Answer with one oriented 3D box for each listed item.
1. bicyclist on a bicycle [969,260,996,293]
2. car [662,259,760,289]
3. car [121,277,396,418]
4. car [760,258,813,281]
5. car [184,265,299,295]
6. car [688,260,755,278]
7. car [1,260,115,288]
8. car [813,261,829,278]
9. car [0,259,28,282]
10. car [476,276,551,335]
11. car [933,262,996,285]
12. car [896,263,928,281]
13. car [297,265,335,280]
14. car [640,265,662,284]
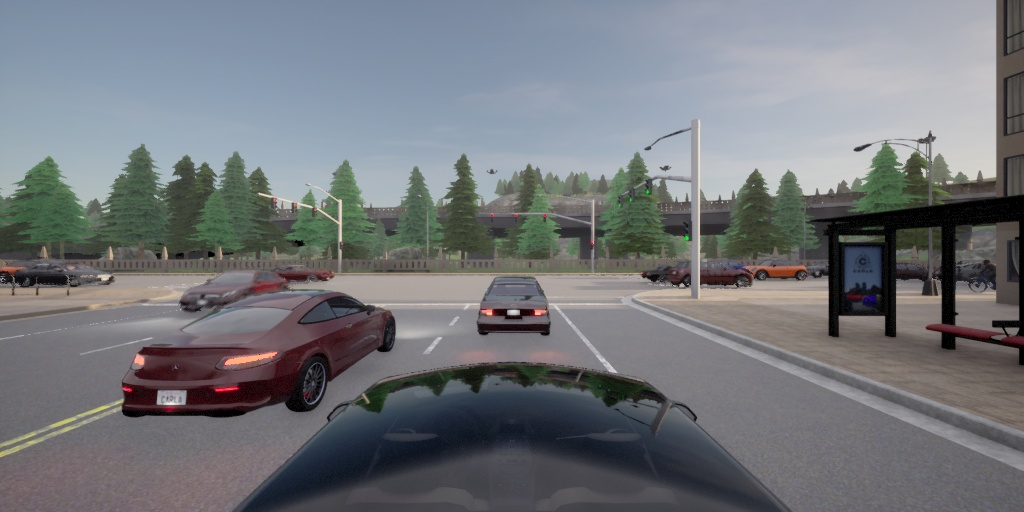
[{"bbox_3d":[22.756,0.995,17.037,0.582,1.620,1.656,0,0,1],"label":"bicyclist on a bicycle"},{"bbox_3d":[12.052,1.046,21.945,4.553,1.767,2.097,0,0,1],"label":"car"},{"bbox_3d":[-3.447,1.276,5.949,1.812,1.442,4.674,0,0,0],"label":"car"},{"bbox_3d":[20.954,1.046,28.951,4.553,1.767,2.097,0,0,2],"label":"car"},{"bbox_3d":[-10.597,1.276,14.196,1.812,1.442,4.674,1,0,-8],"label":"car"},{"bbox_3d":[18.908,1.172,32.505,5.008,1.535,1.882,0,0,1],"label":"car"},{"bbox_3d":[-27.843,1.186,22.397,4.902,1.511,2.128,0,0,0],"label":"car"},{"bbox_3d":[28.289,1.186,32.123,4.902,1.511,2.128,0,0,4],"label":"car"},{"bbox_3d":[-33.651,1.046,25.923,4.553,1.767,2.097,0,0,0],"label":"car"},{"bbox_3d":[0.088,1.297,10.443,2.033,1.411,5.357,0,0,1],"label":"car"},{"bbox_3d":[32.476,1.199,24.594,4.892,1.490,1.837,0,-1,9],"label":"car"},{"bbox_3d":[30.557,1.242,28.511,5.357,1.411,2.033,0,0,6],"label":"car"},{"bbox_3d":[-15.408,1.296,25.768,4.718,1.301,1.895,0,0,1],"label":"car"},{"bbox_3d":[11.726,1.295,25.449,4.718,1.301,1.895,0,0,1],"label":"car"}]
